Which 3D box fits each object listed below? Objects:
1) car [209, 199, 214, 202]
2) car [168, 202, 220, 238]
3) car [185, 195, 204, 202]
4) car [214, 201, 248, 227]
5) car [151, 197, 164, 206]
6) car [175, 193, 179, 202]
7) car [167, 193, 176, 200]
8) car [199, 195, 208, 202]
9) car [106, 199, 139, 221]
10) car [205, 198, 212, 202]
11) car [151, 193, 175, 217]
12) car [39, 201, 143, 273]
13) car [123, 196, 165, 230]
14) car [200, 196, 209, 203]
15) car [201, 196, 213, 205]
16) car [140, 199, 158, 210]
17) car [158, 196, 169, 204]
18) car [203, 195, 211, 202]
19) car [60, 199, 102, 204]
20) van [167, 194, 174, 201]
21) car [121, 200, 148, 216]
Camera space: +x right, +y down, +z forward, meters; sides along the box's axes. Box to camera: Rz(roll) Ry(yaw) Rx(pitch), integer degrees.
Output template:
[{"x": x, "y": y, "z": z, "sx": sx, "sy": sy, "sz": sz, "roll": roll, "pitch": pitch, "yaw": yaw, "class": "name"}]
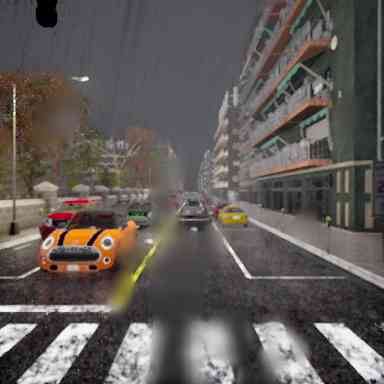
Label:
[{"x": 2.687, "y": 1.539, "z": 27.755, "sx": 1.887, "sy": 1.381, "sz": 4.507, "roll": 0, "pitch": 0, "yaw": 0, "class": "car"}, {"x": 0.098, "y": 1.486, "z": 17.662, "sx": 2.128, "sy": 1.511, "sz": 4.902, "roll": 0, "pitch": 0, "yaw": 0, "class": "car"}, {"x": 0.100, "y": 1.486, "z": 44.554, "sx": 2.128, "sy": 1.511, "sz": 4.902, "roll": 0, "pitch": 0, "yaw": 0, "class": "car"}, {"x": 2.687, "y": 1.519, "z": 22.390, "sx": 1.752, "sy": 1.417, "sz": 4.829, "roll": 0, "pitch": 0, "yaw": 0, "class": "car"}, {"x": -5.693, "y": 1.579, "z": 55.430, "sx": 1.802, "sy": 1.307, "sz": 4.206, "roll": 0, "pitch": 0, "yaw": 0, "class": "car"}, {"x": -3.000, "y": 1.213, "z": 46.525, "sx": 2.150, "sy": 2.045, "sz": 5.566, "roll": 0, "pitch": 0, "yaw": 0, "class": "car"}, {"x": -5.696, "y": 1.332, "z": 94.176, "sx": 2.192, "sy": 1.841, "sz": 5.009, "roll": 0, "pitch": 0, "yaw": 0, "class": "car"}, {"x": 2.686, "y": 1.447, "z": 77.571, "sx": 1.967, "sy": 1.590, "sz": 4.097, "roll": 0, "pitch": 0, "yaw": 0, "class": "car"}, {"x": -5.693, "y": 1.434, "z": 27.754, "sx": 1.967, "sy": 1.590, "sz": 4.097, "roll": 0, "pitch": 0, "yaw": 0, "class": "car"}, {"x": 2.687, "y": 1.545, "z": 33.291, "sx": 2.008, "sy": 1.369, "sz": 4.403, "roll": 0, "pitch": 0, "yaw": 0, "class": "car"}, {"x": -3.084, "y": 1.216, "z": 31.540, "sx": 2.150, "sy": 2.045, "sz": 5.566, "roll": 0, "pitch": 0, "yaw": -1, "class": "car"}, {"x": -3.063, "y": 1.348, "z": 10.752, "sx": 2.097, "sy": 1.767, "sz": 4.553, "roll": 0, "pitch": 0, "yaw": -1, "class": "car"}, {"x": -3.090, "y": 1.346, "z": 20.840, "sx": 2.097, "sy": 1.767, "sz": 4.553, "roll": 0, "pitch": 0, "yaw": 0, "class": "car"}, {"x": 2.687, "y": 1.570, "z": 72.037, "sx": 1.947, "sy": 1.339, "sz": 4.313, "roll": 0, "pitch": 0, "yaw": 0, "class": "car"}, {"x": 2.687, "y": 1.544, "z": 60.966, "sx": 1.887, "sy": 1.381, "sz": 4.507, "roll": 0, "pitch": 0, "yaw": 0, "class": "car"}, {"x": -5.693, "y": 1.577, "z": 44.360, "sx": 1.802, "sy": 1.307, "sz": 4.206, "roll": 0, "pitch": 0, "yaw": 0, "class": "car"}, {"x": -5.694, "y": 1.526, "z": 66.330, "sx": 1.752, "sy": 1.417, "sz": 4.829, "roll": 0, "pitch": 0, "yaw": 0, "class": "car"}, {"x": 2.687, "y": 1.542, "z": 55.431, "sx": 1.887, "sy": 1.381, "sz": 4.507, "roll": 0, "pitch": 0, "yaw": 0, "class": "car"}, {"x": -5.694, "y": 1.309, "z": 16.684, "sx": 2.192, "sy": 1.841, "sz": 5.009, "roll": 0, "pitch": 0, "yaw": 0, "class": "car"}, {"x": -5.695, "y": 1.355, "z": 88.640, "sx": 1.690, "sy": 1.788, "sz": 3.998, "roll": 0, "pitch": 0, "yaw": 0, "class": "van"}, {"x": -5.693, "y": 1.539, "z": 33.290, "sx": 1.887, "sy": 1.381, "sz": 4.507, "roll": 0, "pitch": 0, "yaw": 0, "class": "car"}]
